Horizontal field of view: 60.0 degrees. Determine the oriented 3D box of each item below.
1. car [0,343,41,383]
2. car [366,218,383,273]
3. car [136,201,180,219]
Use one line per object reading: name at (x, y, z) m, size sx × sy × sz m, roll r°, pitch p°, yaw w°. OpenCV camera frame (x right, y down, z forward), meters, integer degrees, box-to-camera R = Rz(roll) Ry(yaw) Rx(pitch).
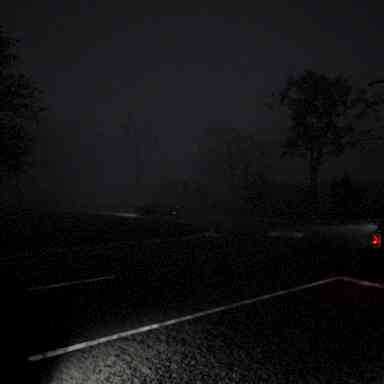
car at (-3.241, 1.502, 1.421) m, size 4.892 × 1.490 × 1.837 m, roll 1°, pitch 0°, yaw -35°
car at (6.692, 1.356, 10.099) m, size 2.097 × 1.767 × 4.553 m, roll 0°, pitch 0°, yaw 34°
car at (-3.072, 1.506, 29.215) m, size 2.128 × 1.511 × 4.902 m, roll 0°, pitch 0°, yaw -41°
